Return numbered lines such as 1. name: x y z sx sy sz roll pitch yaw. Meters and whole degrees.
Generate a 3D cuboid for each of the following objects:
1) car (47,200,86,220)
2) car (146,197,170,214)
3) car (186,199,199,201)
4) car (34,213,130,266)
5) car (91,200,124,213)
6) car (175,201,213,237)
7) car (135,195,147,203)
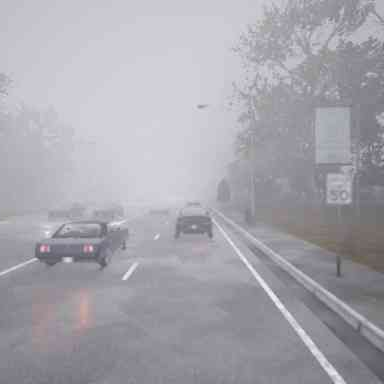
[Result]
1. car: -10.601 1.495 28.474 1.882 1.535 5.008 0 0 0
2. car: -3.416 1.548 35.754 1.812 1.442 4.674 0 0 0
3. car: 0.085 1.514 35.441 2.128 1.511 4.902 0 0 0
4. car: -3.440 1.608 11.472 1.895 1.301 4.718 0 0 0
5. car: -7.102 1.496 28.468 1.882 1.535 5.008 0 0 0
6. car: 0.090 1.489 18.094 1.882 1.535 5.008 0 0 0
7. car: -10.527 1.399 69.153 1.882 1.535 5.008 0 0 0
